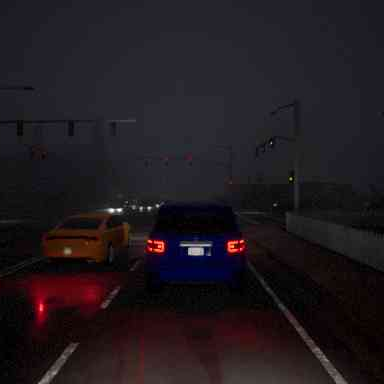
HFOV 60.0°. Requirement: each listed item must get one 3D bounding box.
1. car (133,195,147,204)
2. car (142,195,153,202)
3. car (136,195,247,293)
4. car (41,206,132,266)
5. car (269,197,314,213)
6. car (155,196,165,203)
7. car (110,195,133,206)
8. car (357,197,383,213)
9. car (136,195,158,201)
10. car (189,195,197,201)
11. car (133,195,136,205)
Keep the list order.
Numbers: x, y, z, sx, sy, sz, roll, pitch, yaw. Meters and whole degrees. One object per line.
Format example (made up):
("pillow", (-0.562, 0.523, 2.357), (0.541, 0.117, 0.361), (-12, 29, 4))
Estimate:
("car", (-10.366, 1.478, 66.680), (1.882, 1.535, 5.008), (0, 0, 1))
("car", (-10.323, 1.524, 76.935), (1.812, 1.442, 4.674), (0, 0, 0))
("car", (0.083, 1.221, 8.990), (2.150, 2.045, 5.566), (0, 0, 0))
("car", (-3.397, 1.478, 11.612), (1.882, 1.535, 5.008), (0, 0, 0))
("car", (10.730, 1.352, 36.046), (4.553, 1.767, 2.097), (0, 0, -1))
("car", (-6.835, 1.524, 71.677), (1.812, 1.442, 4.674), (0, 0, 0))
("car", (-10.486, 1.491, 48.200), (2.128, 1.511, 4.902), (0, 0, 0))
("car", (20.511, 1.352, 36.266), (4.553, 1.767, 2.097), (0, 0, -1))
("car", (-6.976, 1.547, 52.198), (2.033, 1.411, 5.357), (0, 0, 0))
("car", (0.204, 1.540, 88.979), (2.033, 1.411, 5.357), (0, 0, 0))
("car", (-10.447, 1.352, 57.411), (2.097, 1.767, 4.553), (0, 0, 0))
